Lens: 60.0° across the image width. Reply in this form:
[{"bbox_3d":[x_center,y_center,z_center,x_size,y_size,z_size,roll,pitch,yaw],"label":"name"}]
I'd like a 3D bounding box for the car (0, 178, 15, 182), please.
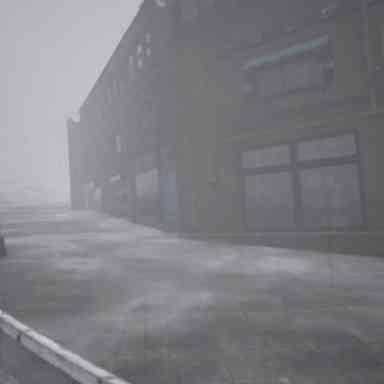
[{"bbox_3d":[-46.336,-2.626,79.983,2.231,1.521,4.892,-6,-3,34],"label":"car"}]

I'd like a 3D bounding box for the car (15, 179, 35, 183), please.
[{"bbox_3d":[-43.286,-2.574,84.618,2.002,1.452,4.674,-6,-3,33],"label":"car"}]
